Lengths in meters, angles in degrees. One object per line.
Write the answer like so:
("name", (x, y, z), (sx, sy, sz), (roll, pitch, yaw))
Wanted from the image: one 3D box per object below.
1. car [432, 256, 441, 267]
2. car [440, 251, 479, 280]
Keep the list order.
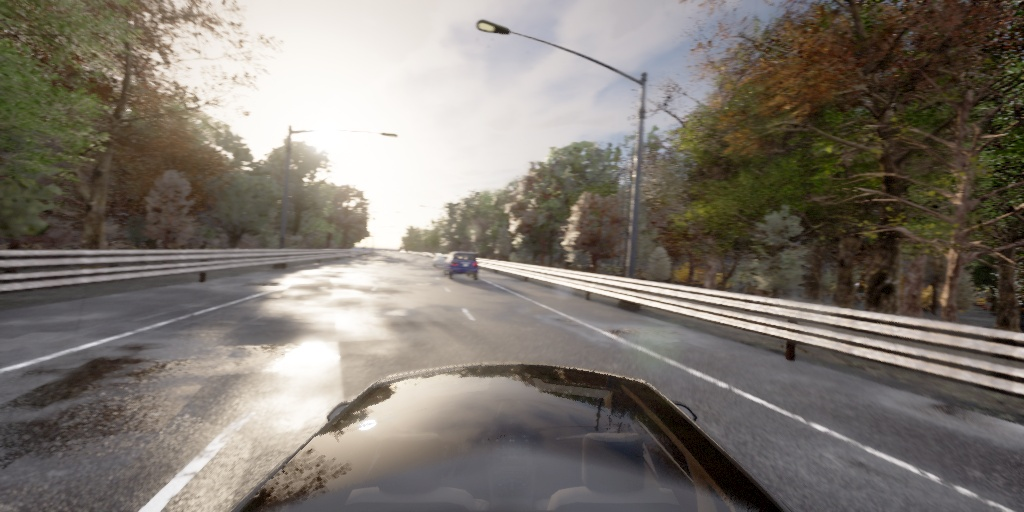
("car", (-8.798, 0.669, 44.268), (1.812, 1.442, 4.674), (4, 0, -16))
("car", (-3.974, 0.680, 27.793), (2.150, 2.045, 5.566), (4, 0, -16))
